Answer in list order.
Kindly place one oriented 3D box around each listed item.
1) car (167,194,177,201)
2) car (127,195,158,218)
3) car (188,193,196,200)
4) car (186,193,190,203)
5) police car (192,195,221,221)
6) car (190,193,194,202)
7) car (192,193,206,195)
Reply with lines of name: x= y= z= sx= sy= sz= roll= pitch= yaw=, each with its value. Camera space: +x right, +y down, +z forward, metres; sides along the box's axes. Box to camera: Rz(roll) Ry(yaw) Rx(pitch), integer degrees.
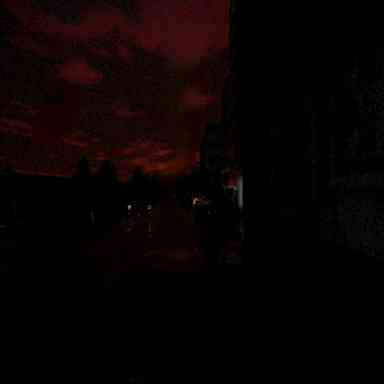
car: x=-4.023 y=1.120 z=69.281 sx=2.033 sy=1.411 sz=5.357 roll=0 pitch=0 yaw=0
car: x=-4.107 y=1.185 z=27.959 sx=2.097 sy=1.767 sz=4.553 roll=0 pitch=0 yaw=0
car: x=-0.024 y=0.989 z=73.975 sx=1.837 sy=1.490 sz=4.892 roll=0 pitch=0 yaw=0
car: x=-0.019 y=1.140 z=58.968 sx=2.128 sy=1.511 sz=4.902 roll=0 pitch=0 yaw=0
police car: x=1.180 y=1.264 z=25.963 sx=1.930 sy=1.638 sz=5.238 roll=0 pitch=0 yaw=0
car: x=1.133 y=1.051 z=41.821 sx=2.097 sy=1.767 sz=4.553 roll=-3 pitch=0 yaw=0
car: x=1.188 y=1.241 z=36.042 sx=1.801 sy=1.575 sz=5.366 roll=0 pitch=0 yaw=0
